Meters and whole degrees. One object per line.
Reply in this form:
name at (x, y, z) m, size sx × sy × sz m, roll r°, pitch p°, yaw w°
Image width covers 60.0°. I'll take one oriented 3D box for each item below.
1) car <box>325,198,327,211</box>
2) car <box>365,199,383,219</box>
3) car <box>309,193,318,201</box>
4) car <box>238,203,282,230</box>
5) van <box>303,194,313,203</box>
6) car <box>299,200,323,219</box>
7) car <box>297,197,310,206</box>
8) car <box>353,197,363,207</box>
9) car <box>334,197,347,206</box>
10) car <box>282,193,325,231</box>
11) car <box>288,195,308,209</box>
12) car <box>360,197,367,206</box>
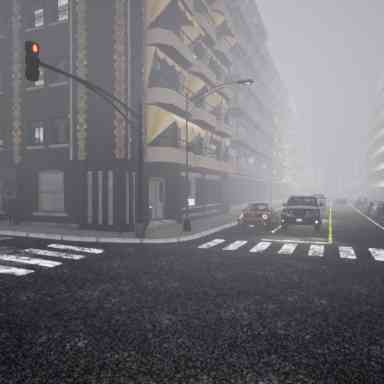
car at (15.092, 1.218, 40.392) m, size 2.150 × 2.045 × 5.566 m, roll 0°, pitch 0°, yaw 23°
car at (16.281, 1.547, 28.228) m, size 2.008 × 1.369 × 4.403 m, roll 0°, pitch 0°, yaw 23°
car at (32.398, 1.304, 88.713) m, size 2.192 × 1.841 × 5.009 m, roll 0°, pitch 0°, yaw 23°
car at (4.210, 1.438, 21.045) m, size 1.967 × 1.590 × 4.097 m, roll 0°, pitch 0°, yaw 23°
van at (23.725, 1.335, 67.892) m, size 1.690 × 1.788 × 3.998 m, roll 0°, pitch 0°, yaw 23°
car at (10.957, 1.502, 30.491) m, size 1.837 × 1.490 × 4.892 m, roll 0°, pitch 0°, yaw 23°
car at (19.323, 1.521, 57.324) m, size 1.752 × 1.417 × 4.829 m, roll 0°, pitch 0°, yaw 23°
car at (24.954, 1.435, 49.049) m, size 1.967 × 1.590 × 4.097 m, roll 0°, pitch 0°, yaw 23°
car at (25.130, 1.559, 56.202) m, size 1.994 × 1.385 × 4.181 m, roll 0°, pitch 0°, yaw 23°
car at (7.065, 1.219, 21.156) m, size 2.150 × 2.045 × 5.566 m, roll 0°, pitch 0°, yaw 23°
car at (15.051, 1.311, 47.071) m, size 2.192 × 1.841 × 5.009 m, roll 0°, pitch 0°, yaw 23°
car at (18.449, 1.541, 33.432) m, size 1.887 × 1.381 × 4.507 m, roll 0°, pitch 0°, yaw 23°
